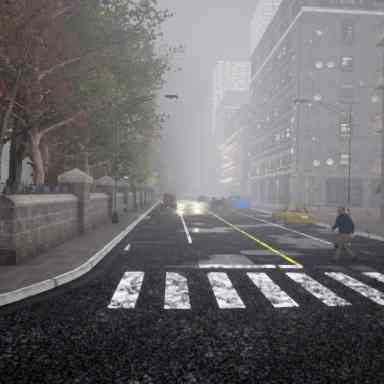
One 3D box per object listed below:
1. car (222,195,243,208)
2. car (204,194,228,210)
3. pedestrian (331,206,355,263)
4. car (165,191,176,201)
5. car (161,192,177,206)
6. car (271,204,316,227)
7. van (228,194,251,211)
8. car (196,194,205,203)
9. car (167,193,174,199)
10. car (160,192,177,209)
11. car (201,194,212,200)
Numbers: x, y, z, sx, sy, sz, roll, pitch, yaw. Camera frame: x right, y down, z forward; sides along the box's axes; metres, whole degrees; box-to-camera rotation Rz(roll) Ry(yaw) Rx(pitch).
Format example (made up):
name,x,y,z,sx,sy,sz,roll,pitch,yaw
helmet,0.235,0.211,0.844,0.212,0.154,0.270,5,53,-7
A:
name,x,y,z,sx,sy,sz,roll,pitch,yaw
car,5.355,1.260,44.317,1.967,1.590,4.097,1,0,-3
car,3.046,1.290,39.494,2.128,1.511,4.902,1,0,-3
pedestrian,4.678,1.259,10.320,0.375,1.860,0.375,1,0,-3
car,-4.655,0.832,71.458,2.192,1.841,5.009,1,0,-3
car,-3.336,0.952,49.343,2.192,1.841,5.009,1,0,-3
car,6.662,1.470,22.371,1.752,1.417,4.829,1,0,-3
van,5.688,1.192,38.788,1.690,1.788,3.998,1,0,-3
car,1.862,1.216,59.248,1.812,1.442,4.674,1,0,-3
car,-5.651,0.997,88.045,1.947,1.339,4.313,1,0,-3
car,-2.679,1.138,38.286,1.967,1.590,4.097,1,0,-3
car,3.373,1.192,77.490,2.008,1.369,4.403,1,0,-3
